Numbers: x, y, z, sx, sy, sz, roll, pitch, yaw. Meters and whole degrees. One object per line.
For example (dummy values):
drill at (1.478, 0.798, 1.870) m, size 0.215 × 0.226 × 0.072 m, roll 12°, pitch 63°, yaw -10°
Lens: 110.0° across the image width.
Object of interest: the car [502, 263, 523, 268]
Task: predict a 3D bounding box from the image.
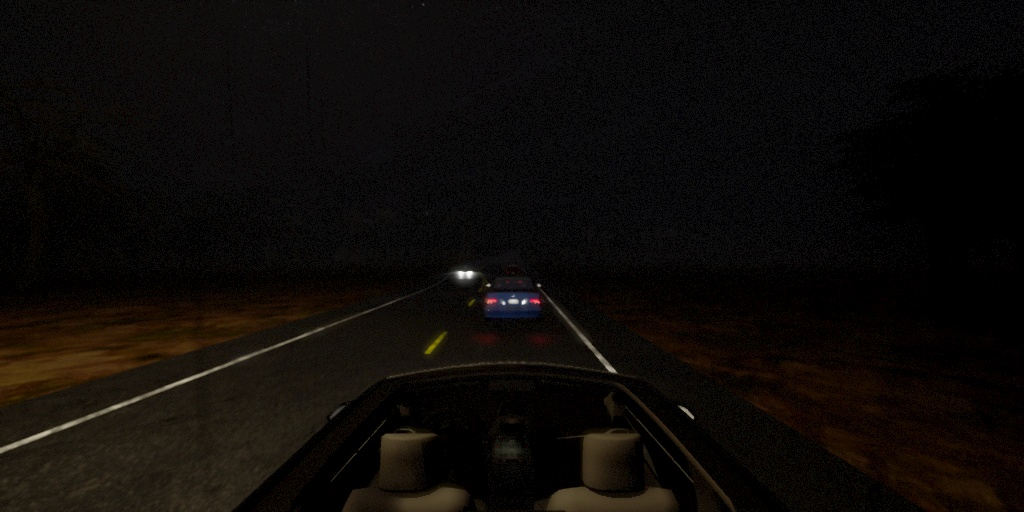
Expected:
car at (0.081, 1.333, 33.567) m, size 1.812 × 1.442 × 4.674 m, roll 0°, pitch 0°, yaw 0°

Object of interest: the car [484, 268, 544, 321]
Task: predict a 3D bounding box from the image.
car at (0.062, 1.318, 12.485) m, size 2.033 × 1.411 × 5.357 m, roll 0°, pitch 0°, yaw 0°

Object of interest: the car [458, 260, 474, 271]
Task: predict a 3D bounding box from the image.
car at (-6.322, 1.293, 49.352) m, size 2.128 × 1.511 × 4.902 m, roll 0°, pitch 0°, yaw -5°
